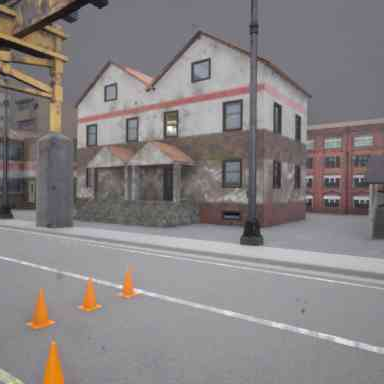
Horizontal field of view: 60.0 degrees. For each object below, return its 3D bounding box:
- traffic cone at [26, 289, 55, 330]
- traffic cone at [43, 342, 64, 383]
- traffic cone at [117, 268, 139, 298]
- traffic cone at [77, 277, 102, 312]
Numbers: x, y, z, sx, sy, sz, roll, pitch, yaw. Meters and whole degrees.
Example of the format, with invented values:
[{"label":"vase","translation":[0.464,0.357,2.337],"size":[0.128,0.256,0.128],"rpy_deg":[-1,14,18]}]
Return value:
[{"label":"traffic cone","translation":[-2.563,1.949,5.641],"size":[0.340,0.580,0.340],"rpy_deg":[0,0,36]},{"label":"traffic cone","translation":[-1.526,1.952,3.660],"size":[0.340,0.580,0.340],"rpy_deg":[0,0,36]},{"label":"traffic cone","translation":[-1.393,1.949,7.263],"size":[0.340,0.580,0.340],"rpy_deg":[0,0,36]},{"label":"traffic cone","translation":[-1.978,1.949,6.452],"size":[0.340,0.580,0.340],"rpy_deg":[0,0,36]}]
